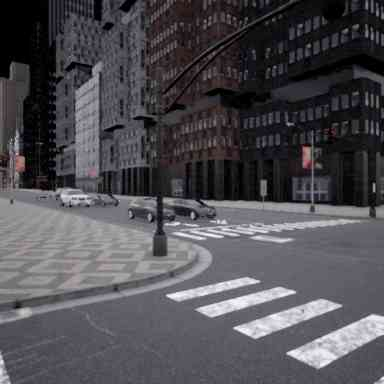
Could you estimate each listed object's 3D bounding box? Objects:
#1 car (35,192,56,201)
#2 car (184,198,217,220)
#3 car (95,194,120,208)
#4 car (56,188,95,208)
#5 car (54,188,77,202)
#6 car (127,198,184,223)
[{"bbox_3d":[-22.923,0.485,51.257,2.033,1.411,5.357,0,1,-36],"label":"car"},{"bbox_3d":[-0.140,1.231,25.068,1.837,1.490,4.892,0,1,-38],"label":"car"},{"bbox_3d":[-10.126,0.988,38.939,1.837,1.490,4.892,0,1,-36],"label":"car"},{"bbox_3d":[-13.354,0.696,37.855,2.150,2.045,5.566,0,1,-36],"label":"car"},{"bbox_3d":[-20.269,0.439,53.135,2.150,2.045,5.566,0,1,-36],"label":"car"},{"bbox_3d":[-2.903,1.233,23.386,1.837,1.490,4.892,0,1,-36],"label":"car"}]
